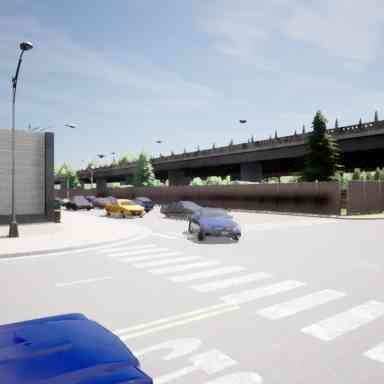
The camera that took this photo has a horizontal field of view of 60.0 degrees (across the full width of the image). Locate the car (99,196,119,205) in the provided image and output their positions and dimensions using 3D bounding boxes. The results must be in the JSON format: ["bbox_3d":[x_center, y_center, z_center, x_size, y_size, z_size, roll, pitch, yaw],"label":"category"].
[{"bbox_3d":[-14.936,1.508,59.730,1.994,1.385,4.181,0,0,-35],"label":"car"}]

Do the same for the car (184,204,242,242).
[{"bbox_3d":[1.013,1.524,16.533,1.812,1.442,4.674,1,0,-10],"label":"car"}]

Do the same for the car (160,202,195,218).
[{"bbox_3d":[-0.640,1.492,27.360,2.033,1.411,5.357,0,0,-36],"label":"car"}]

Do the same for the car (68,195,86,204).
[{"bbox_3d":[-21.923,1.422,63.488,1.882,1.535,5.008,0,0,-36],"label":"car"}]

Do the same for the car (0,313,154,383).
[{"bbox_3d":[-2.540,1.601,1.964,4.718,1.301,1.895,0,0,-36],"label":"car"}]

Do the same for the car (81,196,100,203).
[{"bbox_3d":[-20.759,1.487,67.785,2.033,1.411,5.357,0,0,-36],"label":"car"}]

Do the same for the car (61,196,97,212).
[{"bbox_3d":[-13.396,1.492,39.198,2.033,1.411,5.357,0,0,-36],"label":"car"}]

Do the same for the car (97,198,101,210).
[{"bbox_3d":[-11.466,1.470,42.535,1.812,1.442,4.674,0,0,-36],"label":"car"}]

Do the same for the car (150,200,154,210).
[{"bbox_3d":[-6.210,1.545,35.162,1.895,1.301,4.718,0,0,-36],"label":"car"}]

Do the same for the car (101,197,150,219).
[{"bbox_3d":[-5.833,1.422,28.609,1.882,1.535,5.008,0,0,-36],"label":"car"}]

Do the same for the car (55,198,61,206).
[{"bbox_3d":[-19.713,1.508,48.064,1.994,1.385,4.181,0,0,-35],"label":"car"}]

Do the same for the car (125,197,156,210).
[{"bbox_3d":[-6.618,1.422,42.088,1.882,1.535,5.008,0,0,-36],"label":"car"}]
